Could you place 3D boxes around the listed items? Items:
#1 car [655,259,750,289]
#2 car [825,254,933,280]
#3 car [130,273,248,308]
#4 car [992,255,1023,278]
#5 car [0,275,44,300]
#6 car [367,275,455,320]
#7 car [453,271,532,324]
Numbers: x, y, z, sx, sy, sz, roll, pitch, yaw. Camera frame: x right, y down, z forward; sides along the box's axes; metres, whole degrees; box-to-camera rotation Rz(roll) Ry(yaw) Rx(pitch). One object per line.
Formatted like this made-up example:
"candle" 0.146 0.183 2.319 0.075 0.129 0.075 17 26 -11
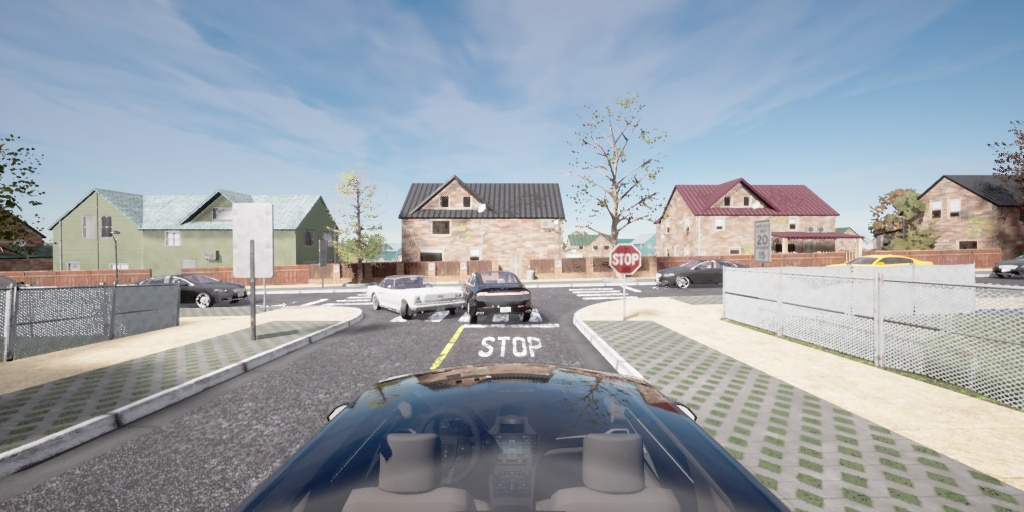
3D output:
"car" 10.339 0.925 19.481 4.902 1.511 2.128 -1 1 0
"car" 19.769 0.690 19.514 5.008 1.535 1.882 -1 1 -1
"car" -14.895 1.566 16.439 4.902 1.511 2.128 -1 1 0
"car" 29.393 0.478 19.546 4.902 1.511 2.128 -1 1 0
"car" -24.233 1.648 16.402 4.553 1.767 2.097 -1 1 0
"car" -3.597 1.367 12.938 1.895 1.301 4.718 0 0 -38
"car" -0.680 1.242 12.078 2.128 1.511 4.902 0 0 -12
